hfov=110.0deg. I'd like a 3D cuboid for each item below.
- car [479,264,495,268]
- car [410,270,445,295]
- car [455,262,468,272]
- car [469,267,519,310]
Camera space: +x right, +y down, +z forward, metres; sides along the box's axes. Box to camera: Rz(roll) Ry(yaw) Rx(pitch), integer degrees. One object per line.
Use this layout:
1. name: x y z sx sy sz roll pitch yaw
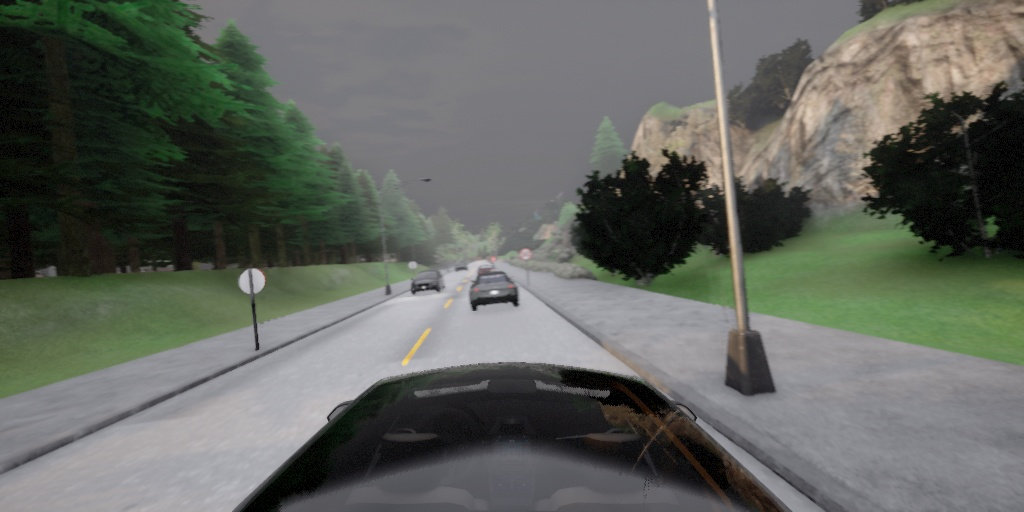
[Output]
1. car: -2.557 1.521 36.709 1.895 1.301 4.718 -6 0 -5
2. car: -5.804 1.766 25.046 1.837 1.490 4.892 -6 0 -5
3. car: -8.801 1.819 62.636 2.097 1.767 4.553 -6 0 -5
4. car: -0.830 1.361 15.543 1.994 1.385 4.181 -6 0 -5
